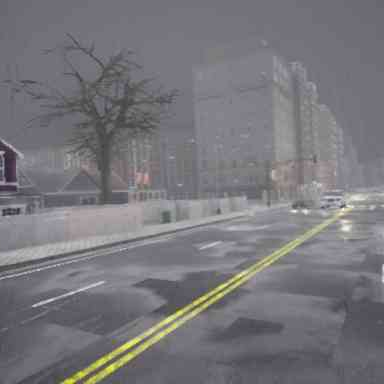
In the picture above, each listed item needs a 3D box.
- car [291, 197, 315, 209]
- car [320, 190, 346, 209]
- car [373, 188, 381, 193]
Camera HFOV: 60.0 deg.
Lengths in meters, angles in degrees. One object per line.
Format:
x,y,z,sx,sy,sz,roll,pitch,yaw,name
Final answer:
13.067,1.272,38.814,2.033,1.411,5.357,-3,-1,30,car
15.845,0.804,37.163,2.150,2.045,5.566,-3,-1,30,car
45.870,-0.185,82.574,2.128,1.511,4.902,-3,0,30,car
